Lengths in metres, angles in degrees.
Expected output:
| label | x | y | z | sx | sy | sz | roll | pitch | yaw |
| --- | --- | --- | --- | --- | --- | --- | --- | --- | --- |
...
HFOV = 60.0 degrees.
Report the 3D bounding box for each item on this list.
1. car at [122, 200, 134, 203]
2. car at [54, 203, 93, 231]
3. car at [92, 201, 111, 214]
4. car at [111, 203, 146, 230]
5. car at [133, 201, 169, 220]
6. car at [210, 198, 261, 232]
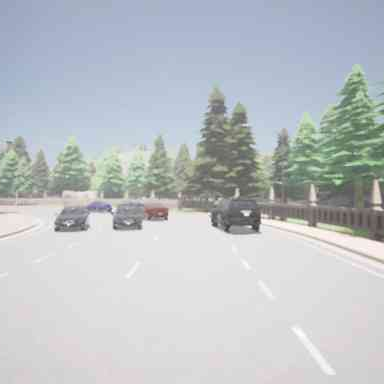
| label | x | y | z | sx | sy | sz | roll | pitch | yaw |
| --- | --- | --- | --- | --- | --- | --- | --- | --- | --- |
| car | -8.297 | 1.860 | 44.091 | 2.128 | 1.511 | 4.902 | 0 | -1 | -42 |
| car | -7.909 | 1.727 | 22.221 | 1.837 | 1.490 | 4.892 | 0 | -1 | -13 |
| car | -12.177 | 1.887 | 43.205 | 1.812 | 1.442 | 4.674 | 1 | -1 | -45 |
| car | -4.504 | 1.733 | 23.030 | 1.837 | 1.490 | 4.892 | 0 | -1 | -13 |
| car | -3.678 | 1.736 | 30.773 | 1.882 | 1.535 | 5.008 | 0 | 0 | -23 |
| car | 2.733 | 1.405 | 21.781 | 2.150 | 2.045 | 5.566 | 0 | -1 | -9 |
